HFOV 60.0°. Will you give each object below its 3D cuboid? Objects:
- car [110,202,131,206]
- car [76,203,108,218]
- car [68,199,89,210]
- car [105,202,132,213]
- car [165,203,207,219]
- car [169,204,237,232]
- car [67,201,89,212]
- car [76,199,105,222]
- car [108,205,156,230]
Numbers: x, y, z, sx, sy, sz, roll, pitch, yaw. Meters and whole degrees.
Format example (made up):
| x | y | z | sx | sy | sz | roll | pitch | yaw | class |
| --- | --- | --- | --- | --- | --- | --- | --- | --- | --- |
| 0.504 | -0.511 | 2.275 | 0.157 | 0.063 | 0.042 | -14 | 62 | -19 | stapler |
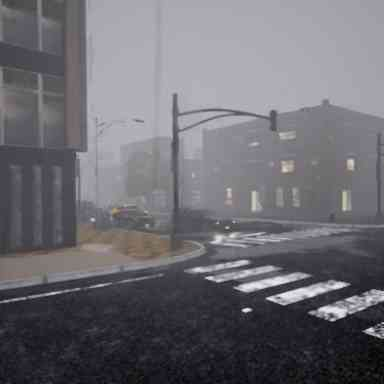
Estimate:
| x | y | z | sx | sy | sz | roll | pitch | yaw | class |
| --- | --- | --- | --- | --- | --- | --- | --- | --- | --- |
| -5.695 | 1.898 | 30.697 | 1.882 | 1.535 | 5.008 | -1 | 0 | -36 | car |
| -11.738 | 2.070 | 38.820 | 2.128 | 1.511 | 4.902 | -1 | 0 | -37 | car |
| -20.655 | 2.183 | 60.420 | 2.192 | 1.841 | 5.009 | -2 | 0 | -37 | car |
| -10.276 | 2.148 | 46.529 | 2.008 | 1.369 | 4.403 | -2 | 0 | -37 | car |
| -0.699 | 1.899 | 33.879 | 2.008 | 1.369 | 4.403 | -2 | 0 | -37 | car |
| 0.563 | 1.804 | 22.299 | 2.033 | 1.411 | 5.357 | -1 | 0 | -36 | car |
| -18.008 | 2.279 | 52.564 | 1.837 | 1.490 | 4.892 | -1 | -1 | -37 | car |
| -10.486 | 1.834 | 32.590 | 2.192 | 1.841 | 5.009 | -2 | 0 | -37 | car |
| -4.320 | 1.924 | 24.284 | 1.947 | 1.339 | 4.313 | -2 | 0 | -37 | car |
